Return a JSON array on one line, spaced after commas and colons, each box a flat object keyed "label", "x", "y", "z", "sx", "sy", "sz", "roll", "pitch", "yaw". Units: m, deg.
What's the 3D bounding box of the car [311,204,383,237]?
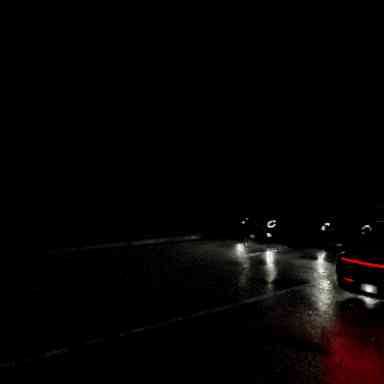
[{"label": "car", "x": 7.178, "y": 1.323, "z": 13.340, "sx": 4.553, "sy": 1.767, "sz": 2.097, "roll": 0, "pitch": 0, "yaw": -35}]

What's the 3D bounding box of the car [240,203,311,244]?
[{"label": "car", "x": 4.434, "y": 1.326, "z": 15.689, "sx": 4.553, "sy": 1.767, "sz": 2.097, "roll": 0, "pitch": 0, "yaw": -35}]

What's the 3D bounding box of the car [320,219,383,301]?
[{"label": "car", "x": 5.179, "y": 1.492, "z": 7.440, "sx": 4.892, "sy": 1.490, "sz": 1.837, "roll": 0, "pitch": 0, "yaw": -35}]
